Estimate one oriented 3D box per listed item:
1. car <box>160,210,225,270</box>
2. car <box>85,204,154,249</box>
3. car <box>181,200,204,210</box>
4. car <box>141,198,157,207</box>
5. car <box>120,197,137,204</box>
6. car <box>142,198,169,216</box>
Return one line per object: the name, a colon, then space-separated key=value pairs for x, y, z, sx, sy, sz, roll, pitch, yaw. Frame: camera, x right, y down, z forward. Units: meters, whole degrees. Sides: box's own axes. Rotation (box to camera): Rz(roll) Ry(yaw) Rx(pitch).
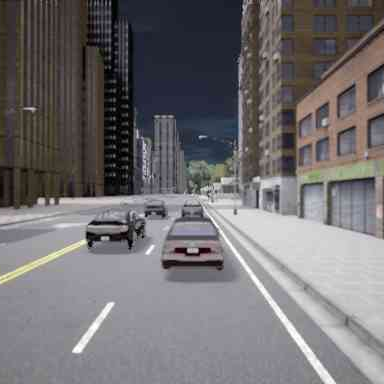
car: x=0.046 y=1.547 z=11.049 sx=2.033 sy=1.411 sz=5.357 roll=0 pitch=0 yaw=1
car: x=-3.178 y=1.491 z=14.640 sx=2.128 sy=1.511 sz=4.902 roll=0 pitch=0 yaw=0
car: x=0.066 y=1.486 z=29.886 sx=2.128 sy=1.511 sz=4.902 roll=0 pitch=0 yaw=1
car: x=-6.573 y=1.577 z=51.719 sx=1.895 sy=1.301 sz=4.718 roll=0 pitch=0 yaw=0
car: x=-9.821 y=1.502 z=51.472 sx=1.812 sy=1.442 sz=4.674 roll=0 pitch=0 yaw=0
car: x=-3.175 y=1.500 z=29.945 sx=1.837 sy=1.490 sz=4.892 roll=0 pitch=1 yaw=0
